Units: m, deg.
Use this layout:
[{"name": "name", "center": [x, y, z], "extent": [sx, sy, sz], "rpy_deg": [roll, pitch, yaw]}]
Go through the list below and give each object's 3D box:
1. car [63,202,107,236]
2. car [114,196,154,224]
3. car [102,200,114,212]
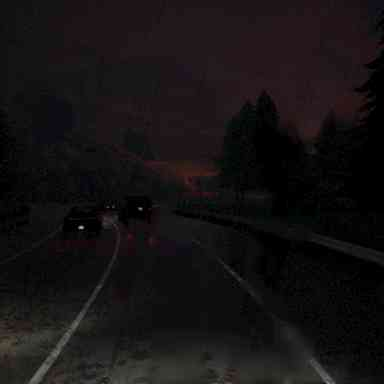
[{"name": "car", "center": [-6.074, 1.549, 18.814], "extent": [2.128, 1.511, 4.902], "rpy_deg": [0, 0, -14]}, {"name": "car", "center": [-4.434, 1.288, 25.713], "extent": [2.150, 2.045, 5.566], "rpy_deg": [0, 0, -18]}, {"name": "car", "center": [-9.589, 1.655, 38.010], "extent": [2.033, 1.411, 5.357], "rpy_deg": [0, 0, -27]}]
